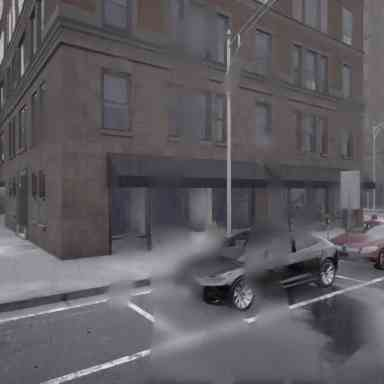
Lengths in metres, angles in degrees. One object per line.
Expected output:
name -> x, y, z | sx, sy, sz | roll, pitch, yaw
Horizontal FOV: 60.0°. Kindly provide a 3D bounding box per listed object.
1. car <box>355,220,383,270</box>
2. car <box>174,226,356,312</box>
car -> 6.122, 1.582, 10.905 | 4.206, 1.307, 1.802 | 0, 0, -36
car -> 1.644, 1.566, 7.709 | 4.313, 1.339, 1.947 | 0, 0, -36
